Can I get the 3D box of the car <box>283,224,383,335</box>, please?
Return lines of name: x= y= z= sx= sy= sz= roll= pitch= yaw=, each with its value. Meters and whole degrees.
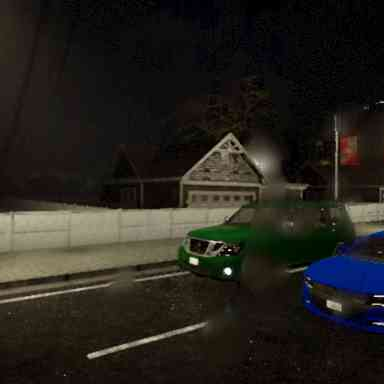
car: x=4.283 y=1.537 z=6.626 sx=5.008 sy=1.535 sz=1.882 roll=1 pitch=0 yaw=-35

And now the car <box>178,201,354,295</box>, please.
car: x=2.326 y=1.277 z=9.224 sx=5.566 sy=2.045 sz=2.150 roll=1 pitch=0 yaw=-35
